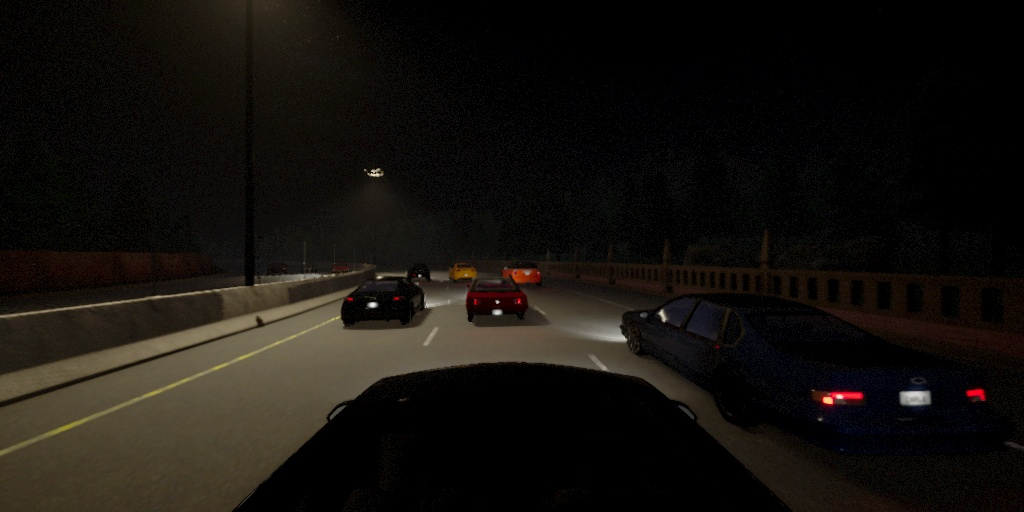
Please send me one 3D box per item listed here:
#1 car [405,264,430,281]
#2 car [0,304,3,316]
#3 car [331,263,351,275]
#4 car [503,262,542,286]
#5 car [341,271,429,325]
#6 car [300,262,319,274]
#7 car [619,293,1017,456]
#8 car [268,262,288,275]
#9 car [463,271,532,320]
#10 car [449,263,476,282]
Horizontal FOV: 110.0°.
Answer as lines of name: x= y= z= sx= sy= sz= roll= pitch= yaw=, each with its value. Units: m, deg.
car: x=-8.307 y=1.410 z=31.800 sx=1.837 sy=1.490 sz=4.892 roll=0 pitch=0 yaw=-17
car: x=-14.442 y=1.331 z=7.444 sx=2.128 sy=1.511 sz=4.902 roll=0 pitch=0 yaw=-5
car: x=-19.676 y=1.520 z=41.330 sx=1.812 sy=1.442 sz=4.674 roll=0 pitch=0 yaw=-25
car: x=0.583 y=1.192 z=25.748 sx=2.097 sy=1.767 sz=4.553 roll=0 pitch=0 yaw=-12
car: x=-4.183 y=1.374 z=12.190 sx=1.994 sy=1.385 sz=4.181 roll=0 pitch=0 yaw=-6
car: x=-27.191 y=1.547 z=48.134 sx=2.128 sy=1.511 sz=4.902 roll=0 pitch=0 yaw=-30
car: x=3.415 y=1.297 z=5.641 sx=2.033 sy=1.411 sz=5.357 roll=0 pitch=0 yaw=-2
car: x=-29.676 y=1.535 z=45.467 sx=1.882 sy=1.535 sz=5.008 roll=0 pitch=0 yaw=-30
car: x=-0.681 y=1.397 z=12.856 sx=1.895 sy=1.301 sz=4.718 roll=0 pitch=0 yaw=-6
car: x=-4.255 y=1.359 z=30.542 sx=1.882 sy=1.535 sz=5.008 roll=0 pitch=0 yaw=-15
